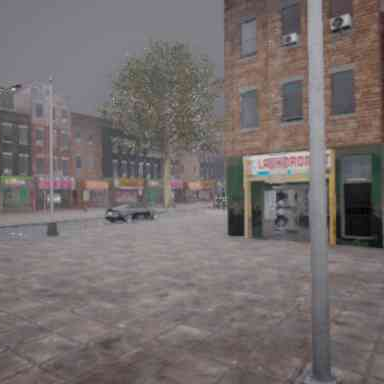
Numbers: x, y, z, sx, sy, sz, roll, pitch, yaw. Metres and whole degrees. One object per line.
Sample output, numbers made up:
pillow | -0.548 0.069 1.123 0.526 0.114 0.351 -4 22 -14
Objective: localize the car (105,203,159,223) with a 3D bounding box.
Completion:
car | -4.226 1.432 23.719 1.947 1.339 4.313 0 1 35

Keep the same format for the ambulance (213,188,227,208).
ambulance | 4.976 0.665 41.323 2.351 2.431 6.366 -1 0 35
